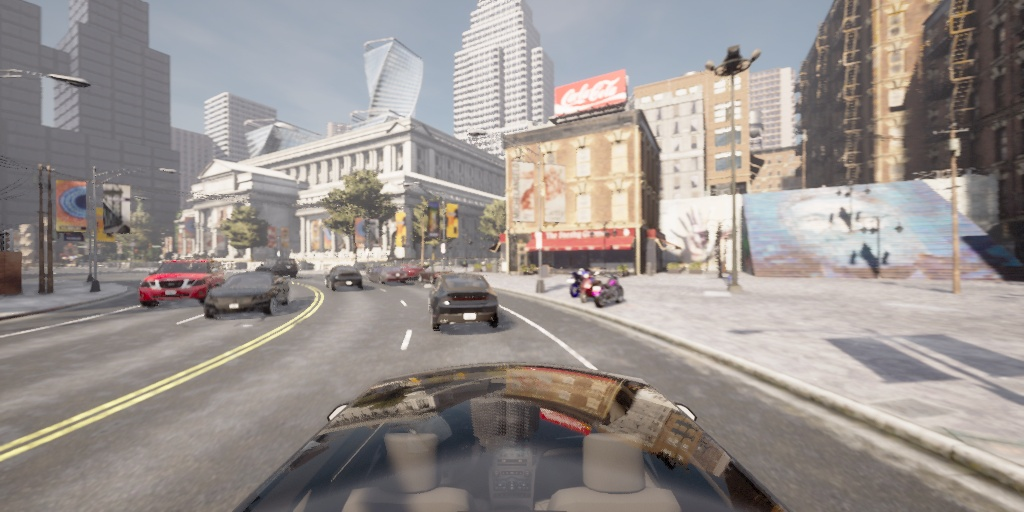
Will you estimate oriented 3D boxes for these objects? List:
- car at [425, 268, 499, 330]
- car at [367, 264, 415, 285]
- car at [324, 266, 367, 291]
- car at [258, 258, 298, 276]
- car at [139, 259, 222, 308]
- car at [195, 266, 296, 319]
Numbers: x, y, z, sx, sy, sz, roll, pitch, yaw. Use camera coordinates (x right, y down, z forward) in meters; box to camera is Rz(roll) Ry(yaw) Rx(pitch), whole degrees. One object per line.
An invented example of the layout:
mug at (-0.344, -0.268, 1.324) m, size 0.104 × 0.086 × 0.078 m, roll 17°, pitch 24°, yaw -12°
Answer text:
car at (-1.678, 1.290, 11.424) m, size 1.837 × 1.490 × 4.892 m, roll 0°, pitch 0°, yaw -15°
car at (-9.866, 1.449, 28.188) m, size 2.033 × 1.411 × 5.357 m, roll 0°, pitch 0°, yaw -37°
car at (-11.302, 1.415, 23.993) m, size 1.837 × 1.490 × 4.892 m, roll 0°, pitch 0°, yaw -33°
car at (-24.485, 1.293, 37.355) m, size 5.566 × 2.045 × 2.150 m, roll -1°, pitch 0°, yaw 35°
car at (-15.280, 1.162, 17.008) m, size 2.150 × 2.045 × 5.566 m, roll 0°, pitch 0°, yaw -30°
car at (-9.950, 1.355, 13.852) m, size 1.882 × 1.535 × 5.008 m, roll 0°, pitch 0°, yaw -23°
